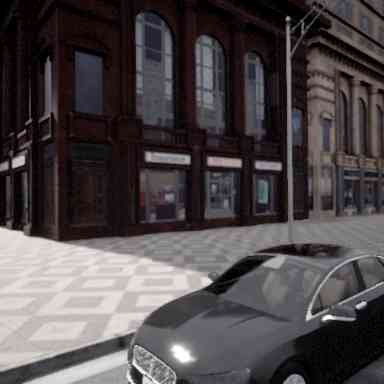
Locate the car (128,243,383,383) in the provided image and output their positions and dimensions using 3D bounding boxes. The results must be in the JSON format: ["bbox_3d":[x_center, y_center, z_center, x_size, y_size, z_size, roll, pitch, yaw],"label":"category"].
[{"bbox_3d":[1.497,1.553,4.624,4.892,1.490,1.837,0,-1,-38],"label":"car"}]
